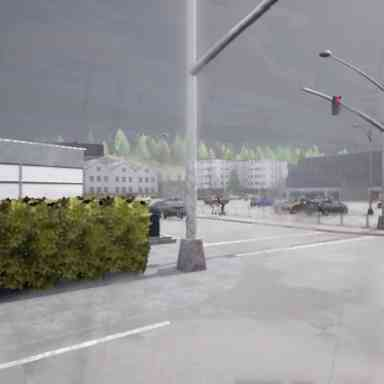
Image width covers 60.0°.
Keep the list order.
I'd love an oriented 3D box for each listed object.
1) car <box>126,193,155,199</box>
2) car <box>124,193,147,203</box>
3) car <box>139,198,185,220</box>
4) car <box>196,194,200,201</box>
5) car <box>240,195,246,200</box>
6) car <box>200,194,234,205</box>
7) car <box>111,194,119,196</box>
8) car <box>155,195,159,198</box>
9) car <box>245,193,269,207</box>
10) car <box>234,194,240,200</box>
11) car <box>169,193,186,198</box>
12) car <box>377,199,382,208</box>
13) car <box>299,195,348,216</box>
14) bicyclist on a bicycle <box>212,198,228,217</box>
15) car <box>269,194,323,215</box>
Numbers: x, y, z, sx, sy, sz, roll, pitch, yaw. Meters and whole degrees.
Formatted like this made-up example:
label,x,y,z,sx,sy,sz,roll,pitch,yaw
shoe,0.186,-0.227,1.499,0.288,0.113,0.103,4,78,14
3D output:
label,x,y,z,sx,sy,sz,roll,pitch,yaw
car,-9.357,1.349,60.551,3.806,1.475,1.970,0,0,-35
car,-10.758,1.065,63.628,3.866,1.878,1.905,0,0,-35
car,-2.406,1.499,28.206,1.837,1.490,4.892,0,0,-34
car,1.814,1.278,76.855,4.514,1.523,2.007,0,0,-35
car,13.628,1.131,72.806,5.027,1.636,2.152,0,0,-35
car,4.119,1.283,54.811,4.514,1.523,2.007,0,0,-35
car,-19.743,1.319,84.931,4.902,1.511,2.128,0,0,-35
car,-11.327,1.268,90.768,5.008,1.535,1.882,0,0,-35
car,9.802,1.305,46.591,3.633,1.501,1.845,0,0,-35
car,9.691,1.209,77.884,3.806,1.475,1.970,0,0,-35
car,-2.425,1.082,65.434,4.605,1.855,1.932,0,0,-35
car,25.678,1.365,43.044,3.806,1.475,1.970,0,0,-35
car,12.124,1.328,29.942,4.514,1.523,2.007,0,0,-35
bicyclist on a bicycle,2.365,1.293,28.018,1.656,1.620,0.582,0,0,-35
car,10.286,1.319,32.485,5.027,1.636,2.152,0,0,-35
